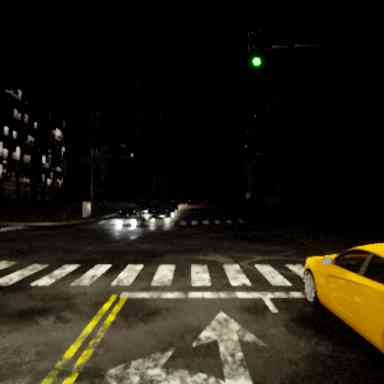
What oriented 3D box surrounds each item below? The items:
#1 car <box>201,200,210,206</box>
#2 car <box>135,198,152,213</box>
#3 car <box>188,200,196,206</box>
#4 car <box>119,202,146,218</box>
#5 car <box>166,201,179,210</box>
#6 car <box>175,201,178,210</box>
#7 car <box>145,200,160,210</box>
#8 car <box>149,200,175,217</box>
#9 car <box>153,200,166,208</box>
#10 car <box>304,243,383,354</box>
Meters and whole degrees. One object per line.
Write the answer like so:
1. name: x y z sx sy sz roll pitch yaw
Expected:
1. car: 3.241 2.524 77.824 1.882 1.535 5.008 0 -1 0
2. car: -6.604 1.839 45.984 2.150 2.045 5.566 0 -1 0
3. car: -0.008 2.579 78.376 2.128 1.511 4.902 0 -1 0
4. car: -6.601 2.088 36.215 1.895 1.301 4.718 0 -1 0
5. car: -3.316 2.318 57.447 2.033 1.411 5.357 0 -1 0
6. car: -3.347 2.120 46.808 2.128 1.511 4.902 0 -1 0
7. car: -6.568 2.231 56.146 1.882 1.535 5.008 0 -1 0
8. car: -3.352 1.983 37.618 1.882 1.535 5.008 0 -1 0
9. car: -6.507 2.383 66.350 2.128 1.511 4.902 0 -1 0
10. car: 3.357 1.540 5.289 1.882 1.535 5.008 -1 -1 0
